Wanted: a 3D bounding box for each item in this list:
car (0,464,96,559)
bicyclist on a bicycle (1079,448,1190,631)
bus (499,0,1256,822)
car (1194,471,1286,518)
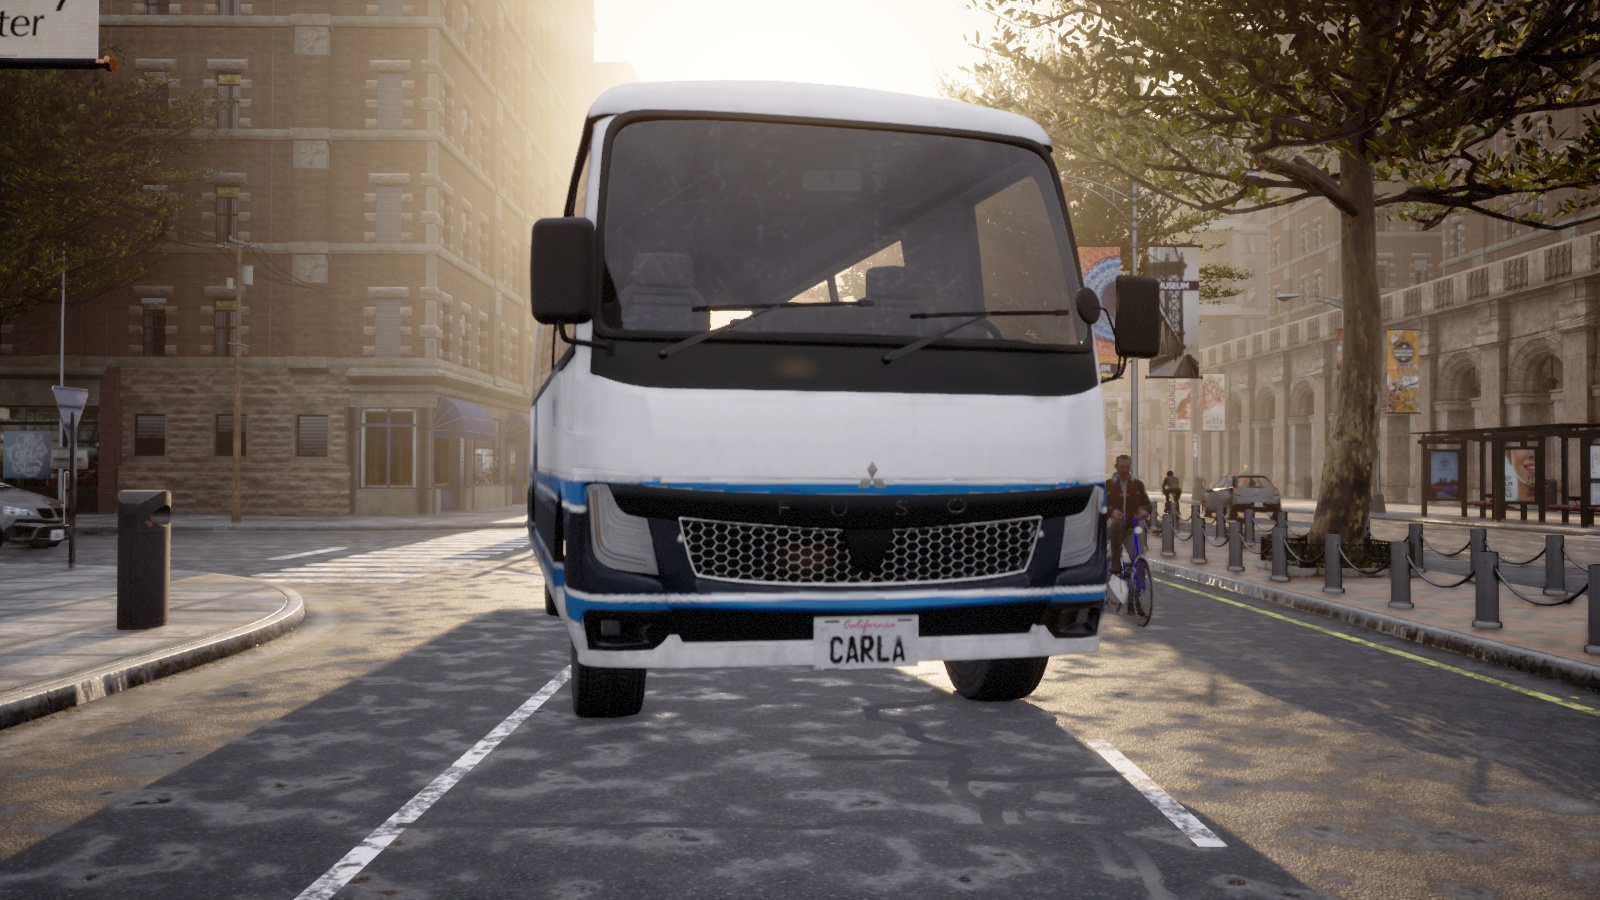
[{"bbox_3d":[-16.005,1.113,23.315,4.611,1.667,2.242,0,-1,-1],"label":"car"},{"bbox_3d":[3.467,0.892,13.176,0.659,1.776,1.843,0,-1,0],"label":"bicyclist on a bicycle"},{"bbox_3d":[-0.667,-0.370,11.300,3.944,4.253,10.273,0,0,-14],"label":"bus"},{"bbox_3d":[14.894,1.484,42.685,1.845,1.501,3.633,0,-1,0],"label":"car"}]
